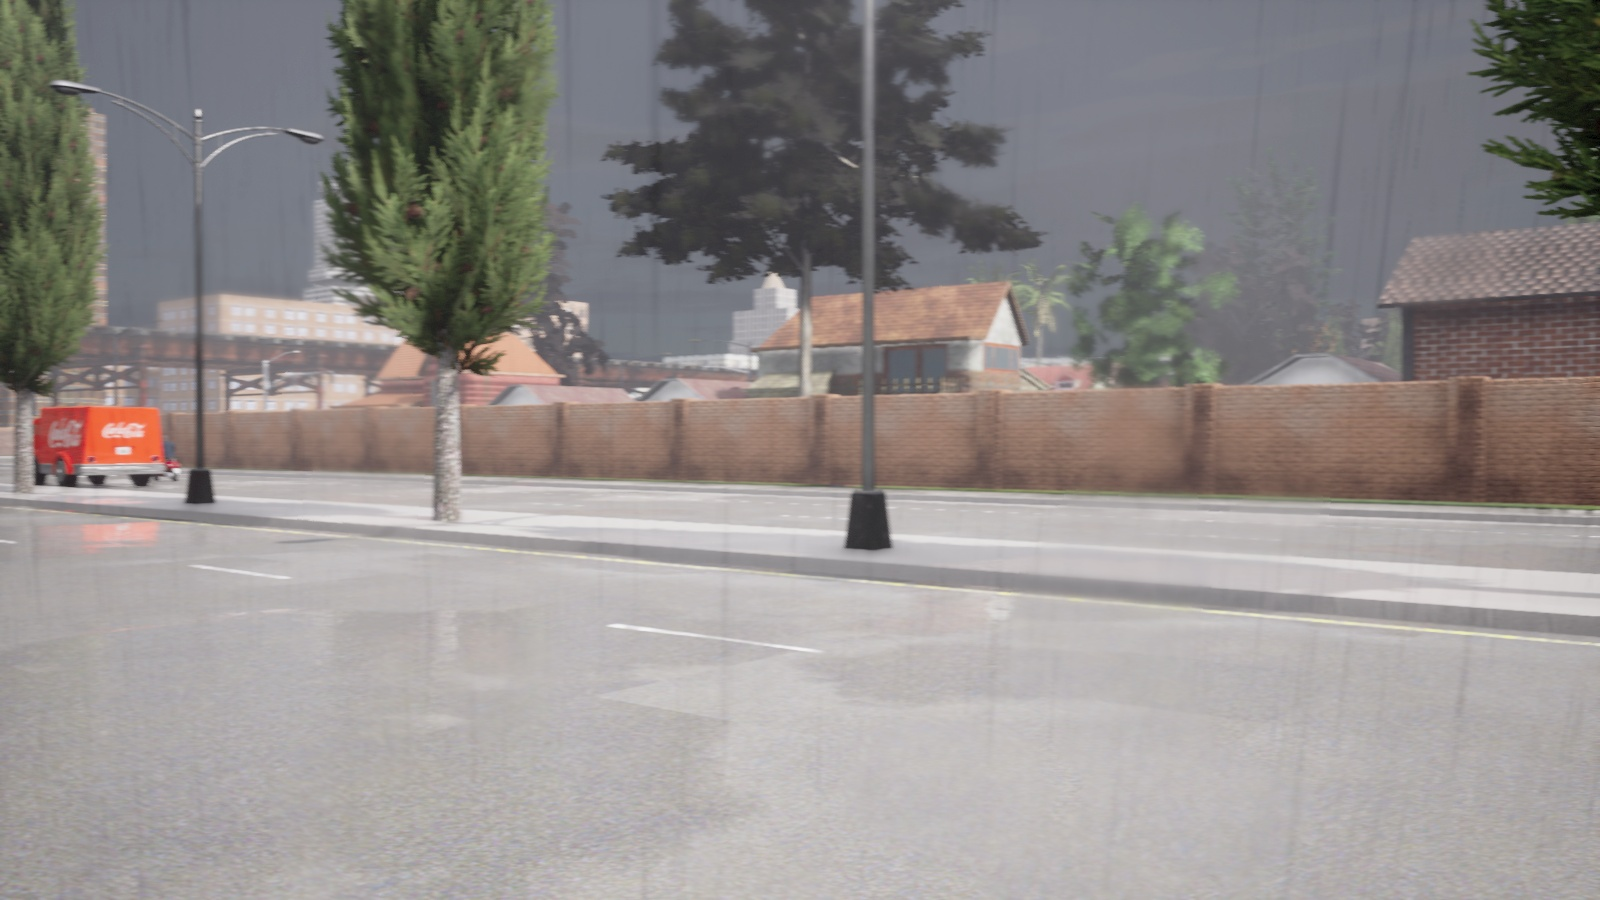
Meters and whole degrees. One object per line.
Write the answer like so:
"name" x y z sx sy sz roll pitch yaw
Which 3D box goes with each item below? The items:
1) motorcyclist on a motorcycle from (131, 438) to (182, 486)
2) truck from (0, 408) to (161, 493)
"motorcyclist on a motorcycle" -22.068 0.392 43.072 1.817 1.590 0.866 0 1 38
"truck" -22.342 -0.004 38.844 5.204 2.467 2.627 0 1 38
